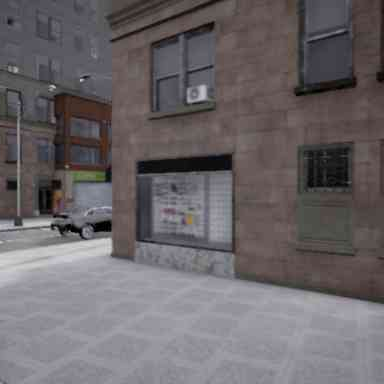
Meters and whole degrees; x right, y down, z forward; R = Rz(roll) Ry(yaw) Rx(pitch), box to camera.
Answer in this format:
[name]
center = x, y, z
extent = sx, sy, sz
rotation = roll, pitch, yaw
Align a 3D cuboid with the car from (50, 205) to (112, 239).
[car]
center = -4.735, 1.431, 16.987
extent = 2.128, 1.511, 4.902
rotation = 0, 0, 35
